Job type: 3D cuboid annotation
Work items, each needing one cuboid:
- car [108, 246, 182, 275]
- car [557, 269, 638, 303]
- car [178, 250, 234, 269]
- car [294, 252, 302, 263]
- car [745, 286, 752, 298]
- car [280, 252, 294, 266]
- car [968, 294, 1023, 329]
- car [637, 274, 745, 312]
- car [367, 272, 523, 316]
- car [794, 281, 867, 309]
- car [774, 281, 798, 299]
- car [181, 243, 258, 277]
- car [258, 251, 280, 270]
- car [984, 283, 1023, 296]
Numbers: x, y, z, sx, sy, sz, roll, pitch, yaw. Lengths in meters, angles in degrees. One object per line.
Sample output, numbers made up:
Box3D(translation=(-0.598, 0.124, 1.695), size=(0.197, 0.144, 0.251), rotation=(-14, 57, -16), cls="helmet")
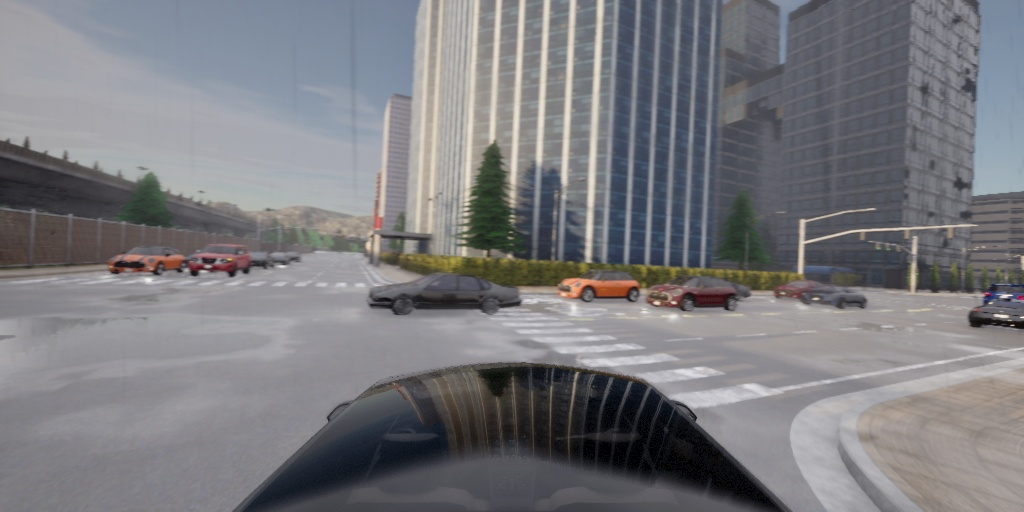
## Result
Box3D(translation=(-21.914, 0.179, 21.752), size=(2.097, 1.767, 4.553), rotation=(3, -1, -24), cls="car")
Box3D(translation=(4.782, 1.556, 19.830), size=(4.553, 1.767, 2.097), rotation=(3, -1, -24), cls="car")
Box3D(translation=(-25.760, 0.259, 30.405), size=(2.033, 1.411, 5.357), rotation=(3, -1, -23), cls="car")
Box3D(translation=(-30.753, 0.116, 50.274), size=(1.882, 1.535, 5.008), rotation=(3, -1, -24), cls="car")
Box3D(translation=(13.357, 2.216, 23.667), size=(5.357, 1.411, 2.033), rotation=(3, -1, -24), cls="car")
Box3D(translation=(-26.667, 0.287, 41.032), size=(1.812, 1.442, 4.674), rotation=(3, -1, -24), cls="car")
Box3D(translation=(22.713, 2.634, 16.132), size=(4.181, 1.385, 1.994), rotation=(3, -1, -24), cls="car")
Box3D(translation=(8.909, 1.745, 17.841), size=(4.553, 1.767, 2.097), rotation=(3, -1, -24), cls="car")
Box3D(translation=(-2.284, 1.301, 12.833), size=(5.357, 1.411, 2.033), rotation=(4, -1, -24), cls="car")
Box3D(translation=(20.763, 2.598, 23.133), size=(4.181, 1.385, 1.994), rotation=(3, -1, -24), cls="car")
Box3D(translation=(22.512, 2.641, 27.738), size=(5.008, 1.535, 1.882), rotation=(3, -1, -24), cls="car")
Box3D(translation=(-18.780, 0.220, 23.389), size=(2.150, 2.045, 5.566), rotation=(3, -1, -24), cls="car")
Box3D(translation=(-22.883, 0.352, 32.513), size=(1.882, 1.535, 5.008), rotation=(3, -1, -24), cls="car")
Box3D(translation=(37.598, 3.134, 26.690), size=(5.566, 2.045, 2.150), rotation=(3, 0, -24), cls="car")
